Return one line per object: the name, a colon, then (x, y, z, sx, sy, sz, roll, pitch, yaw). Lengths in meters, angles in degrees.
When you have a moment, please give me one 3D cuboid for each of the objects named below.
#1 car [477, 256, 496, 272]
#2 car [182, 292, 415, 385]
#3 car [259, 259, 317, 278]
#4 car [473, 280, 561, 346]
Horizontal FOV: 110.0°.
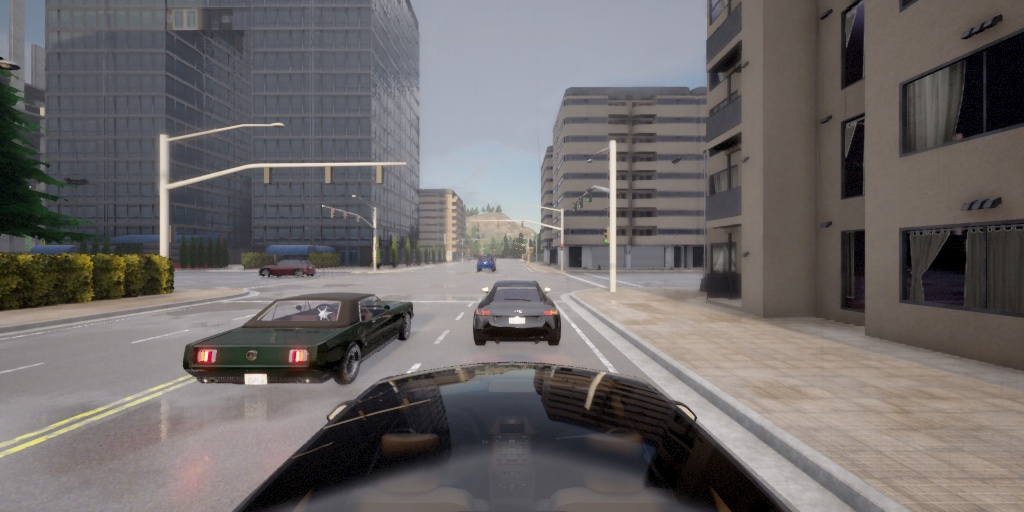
car: (-3.247, 0.971, 46.226, 2.150, 2.045, 5.566, 0, 0, 0)
car: (-3.386, 1.351, 6.984, 1.895, 1.301, 4.718, 0, 0, 0)
car: (-20.876, 1.102, 33.391, 4.553, 1.767, 2.097, 0, 0, 0)
car: (0.123, 1.314, 9.464, 1.994, 1.385, 4.181, 0, 0, 0)
